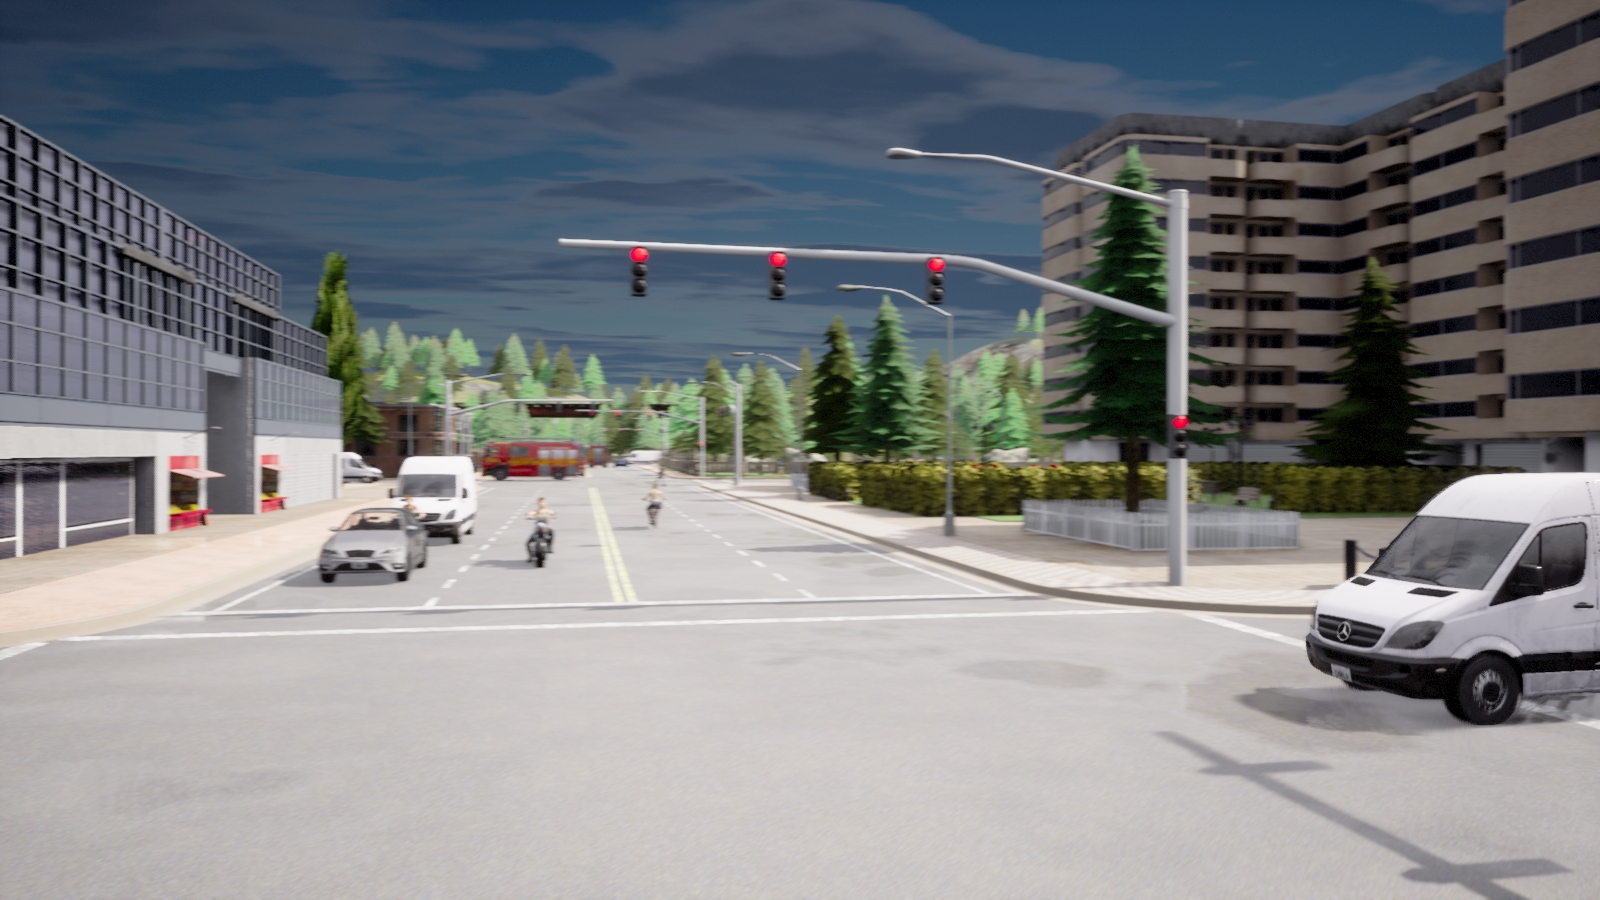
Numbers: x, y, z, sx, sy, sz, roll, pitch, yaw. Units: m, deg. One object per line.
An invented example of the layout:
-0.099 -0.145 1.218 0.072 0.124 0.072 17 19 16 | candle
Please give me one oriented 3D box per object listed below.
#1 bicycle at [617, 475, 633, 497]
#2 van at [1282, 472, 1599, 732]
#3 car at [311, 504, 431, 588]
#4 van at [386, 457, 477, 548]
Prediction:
-10.399 2.124 67.834 0.859 1.276 1.487 0 0 -11 | bicycle
8.746 1.551 13.010 5.915 2.561 1.988 0 0 -12 | van
-9.375 2.041 25.307 1.816 1.474 4.193 0 0 -11 | car
-11.325 1.504 35.498 1.988 2.561 5.915 0 0 -11 | van
